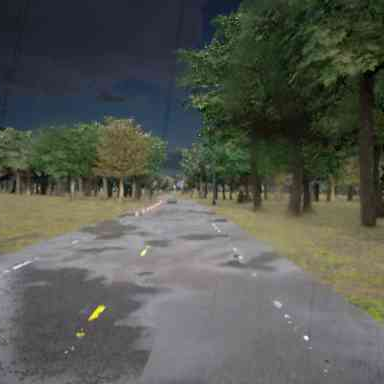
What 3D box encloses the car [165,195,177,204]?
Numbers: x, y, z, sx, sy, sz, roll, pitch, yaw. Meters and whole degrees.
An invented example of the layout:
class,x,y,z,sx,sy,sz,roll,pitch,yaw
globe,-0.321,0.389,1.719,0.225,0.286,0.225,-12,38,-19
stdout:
class,x,y,z,sx,sy,sz,roll,pitch,yaw
car,-3.981,1.769,66.643,1.994,1.385,4.181,0,0,-3
